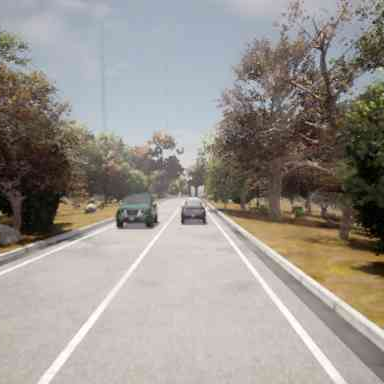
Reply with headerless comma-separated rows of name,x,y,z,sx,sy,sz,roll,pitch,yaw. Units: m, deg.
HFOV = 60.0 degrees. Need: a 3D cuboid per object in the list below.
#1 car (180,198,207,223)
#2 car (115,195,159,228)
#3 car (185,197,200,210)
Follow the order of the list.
car,0.105,1.471,25.597,2.128,1.511,4.902,0,0,0
car,-3.503,1.205,22.214,2.150,2.045,5.566,0,0,0
car,0.106,1.474,42.722,1.812,1.442,4.674,0,0,0
